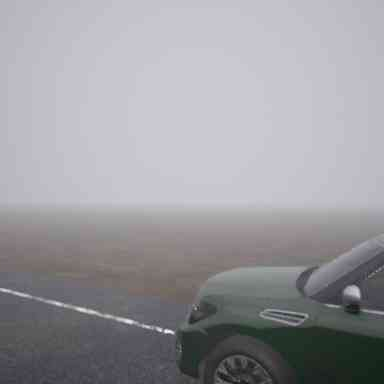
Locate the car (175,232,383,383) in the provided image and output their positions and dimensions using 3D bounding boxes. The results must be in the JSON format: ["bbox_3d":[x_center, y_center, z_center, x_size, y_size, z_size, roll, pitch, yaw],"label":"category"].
[{"bbox_3d":[2.540,1.358,3.226,5.566,2.045,2.150,0,-2,30],"label":"car"}]
